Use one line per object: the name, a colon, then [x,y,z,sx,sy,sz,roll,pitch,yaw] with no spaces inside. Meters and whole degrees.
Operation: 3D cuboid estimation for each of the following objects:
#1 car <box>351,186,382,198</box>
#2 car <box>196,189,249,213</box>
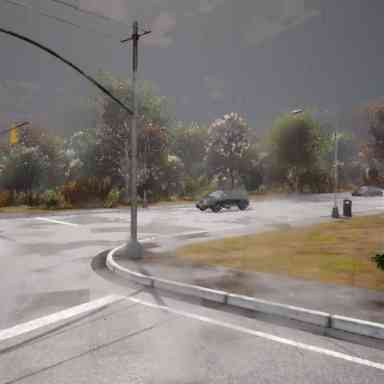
car: [22.971,-0.041,43.777,4.181,1.385,1.994,-3,2,-26]
car: [2.976,0.765,31.432,5.566,2.045,2.150,-2,2,-37]
